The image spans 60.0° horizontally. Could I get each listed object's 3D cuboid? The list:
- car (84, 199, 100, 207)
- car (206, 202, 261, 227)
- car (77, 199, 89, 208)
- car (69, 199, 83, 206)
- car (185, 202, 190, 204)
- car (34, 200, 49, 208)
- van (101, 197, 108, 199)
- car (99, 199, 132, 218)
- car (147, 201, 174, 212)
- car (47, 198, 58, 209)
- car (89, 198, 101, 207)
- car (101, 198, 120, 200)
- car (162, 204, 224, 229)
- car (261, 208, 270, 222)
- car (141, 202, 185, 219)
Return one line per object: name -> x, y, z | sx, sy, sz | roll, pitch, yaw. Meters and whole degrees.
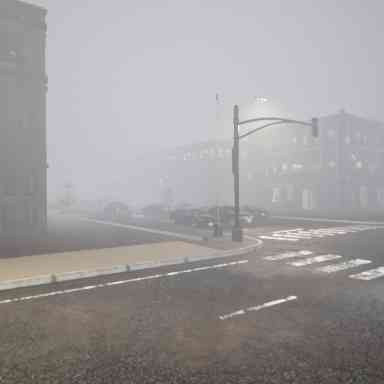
car -> -20.311, 2.226, 67.388 | 1.887, 1.381, 4.507 | -1, 0, -35
car -> 2.685, 1.737, 24.990 | 1.812, 1.442, 4.674 | -1, 0, -33
car -> -20.211, 2.194, 62.801 | 1.812, 1.442, 4.674 | -1, 0, -35
car -> -26.717, 2.363, 76.417 | 1.947, 1.339, 4.313 | -1, 0, -35
car -> -1.093, 1.903, 40.303 | 1.802, 1.307, 4.206 | -2, 0, -35
car -> -30.348, 2.375, 67.052 | 2.008, 1.369, 4.403 | -1, 0, -35
van -> -13.910, 1.906, 58.359 | 1.690, 1.788, 3.998 | -1, 0, -35
car -> -7.929, 1.846, 35.451 | 1.967, 1.590, 4.097 | -1, 0, -35
car -> -4.295, 1.965, 44.817 | 1.802, 1.307, 4.206 | -2, 0, -35
car -> -23.844, 2.232, 57.884 | 1.752, 1.417, 4.829 | -1, 0, -35
car -> -17.114, 1.939, 62.873 | 2.192, 1.841, 5.009 | -1, 0, -35
car -> -9.254, 1.938, 41.827 | 2.128, 1.511, 4.902 | -1, 0, -35
car -> 0.004, 1.814, 24.064 | 1.947, 1.339, 4.313 | -2, 0, -35
car -> 4.466, 1.759, 27.947 | 1.994, 1.385, 4.181 | -1, 0, -35
car -> -3.260, 1.877, 33.360 | 2.033, 1.411, 5.357 | -1, 0, -36
